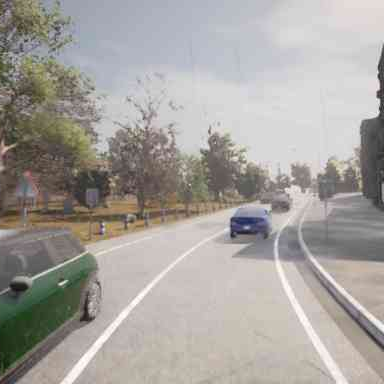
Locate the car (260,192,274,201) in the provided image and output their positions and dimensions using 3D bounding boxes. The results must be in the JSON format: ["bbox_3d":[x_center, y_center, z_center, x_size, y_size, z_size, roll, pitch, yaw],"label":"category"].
[{"bbox_3d":[11.395,0.792,49.381,2.097,1.767,4.553,-2,1,22],"label":"car"}]

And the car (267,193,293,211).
[{"bbox_3d":[9.547,1.196,35.329,1.837,1.490,4.892,-2,1,21],"label":"car"}]

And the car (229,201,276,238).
[{"bbox_3d":[3.279,1.520,18.038,1.882,1.535,5.008,-1,0,17],"label":"car"}]

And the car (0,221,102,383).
[{"bbox_3d":[-2.902,1.364,4.363,2.097,1.767,4.553,0,0,6],"label":"car"}]
